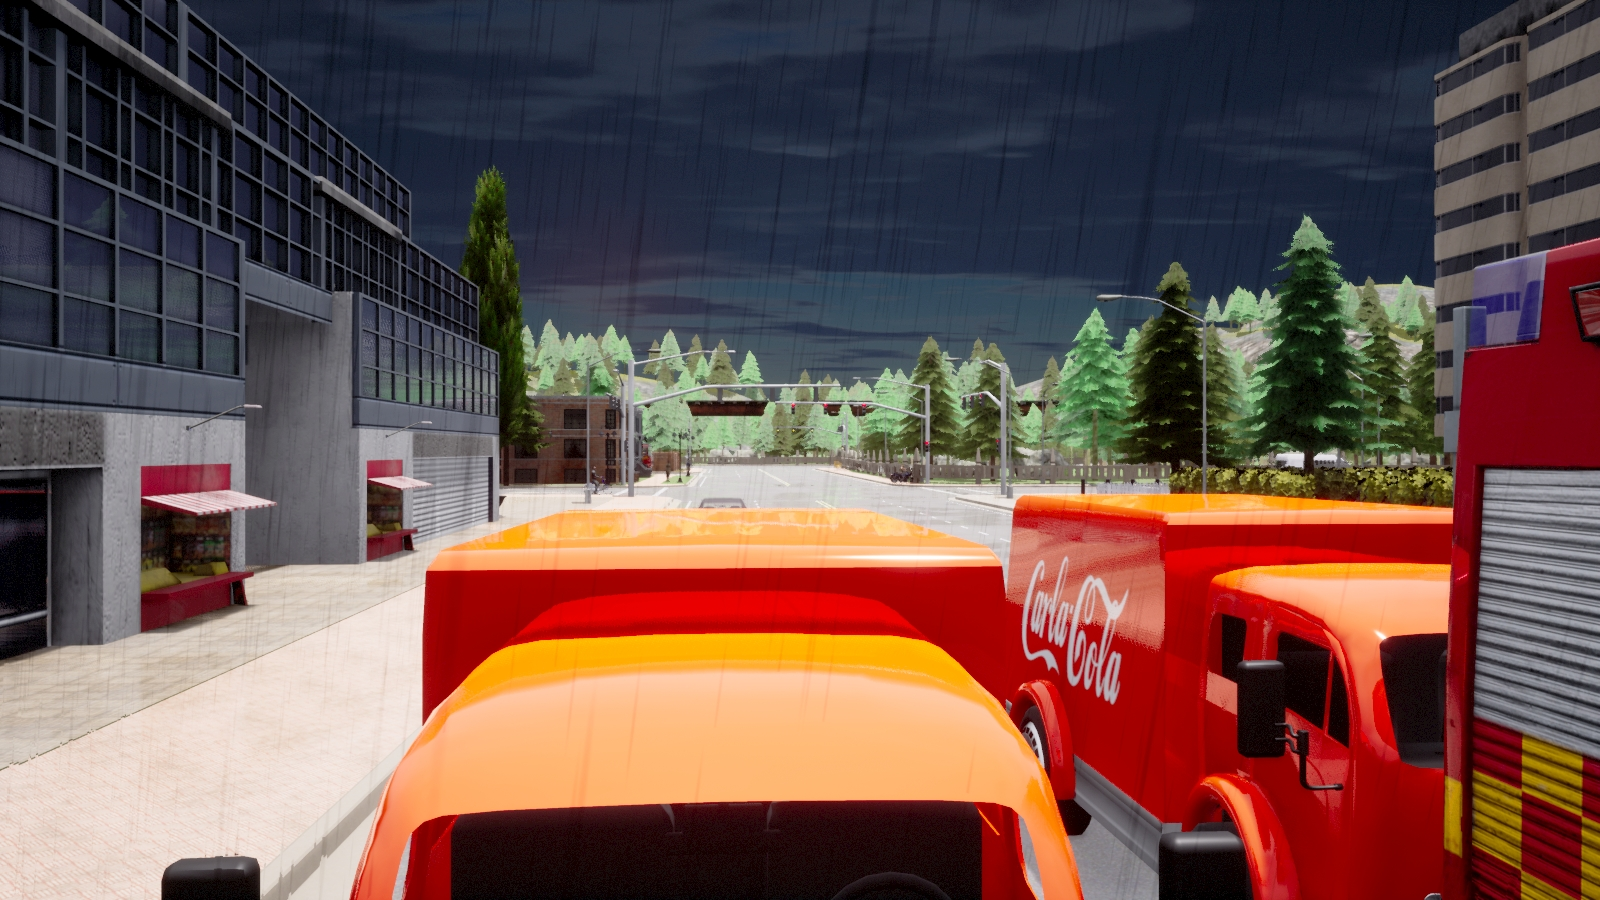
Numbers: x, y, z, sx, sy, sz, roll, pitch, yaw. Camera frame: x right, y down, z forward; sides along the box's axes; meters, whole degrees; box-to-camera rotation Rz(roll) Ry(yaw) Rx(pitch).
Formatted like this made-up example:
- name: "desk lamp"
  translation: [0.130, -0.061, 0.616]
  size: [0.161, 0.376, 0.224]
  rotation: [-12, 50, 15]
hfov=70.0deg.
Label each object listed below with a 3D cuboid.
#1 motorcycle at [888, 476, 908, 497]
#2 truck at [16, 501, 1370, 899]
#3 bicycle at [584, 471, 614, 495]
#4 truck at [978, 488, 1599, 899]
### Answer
- name: "motorcycle"
  translation: [5.944, 2.205, 69.519]
  size: [0.867, 1.251, 2.209]
  rotation: [0, 0, -4]
- name: "truck"
  translation: [-0.347, 1.568, 4.821]
  size: [2.627, 2.467, 5.204]
  rotation: [0, 0, -4]
- name: "bicycle"
  translation: [-12.531, 2.060, 71.198]
  size: [1.835, 1.471, 0.329]
  rotation: [0, 0, -11]
- name: "truck"
  translation: [3.003, 1.568, 7.234]
  size: [2.627, 2.467, 5.204]
  rotation: [0, 0, -4]
